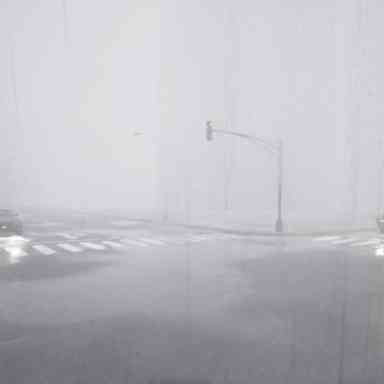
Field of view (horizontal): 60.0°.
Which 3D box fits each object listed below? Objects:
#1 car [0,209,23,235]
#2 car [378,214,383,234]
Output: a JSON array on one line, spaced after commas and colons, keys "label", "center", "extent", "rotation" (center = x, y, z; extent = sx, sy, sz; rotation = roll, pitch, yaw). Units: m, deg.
[{"label": "car", "center": [-11.131, 1.686, 19.168], "extent": [1.994, 1.385, 4.181], "rotation": [2, -1, -38]}, {"label": "car", "center": [14.595, 1.740, 22.065], "extent": [5.566, 2.045, 2.150], "rotation": [1, -1, -35]}]
